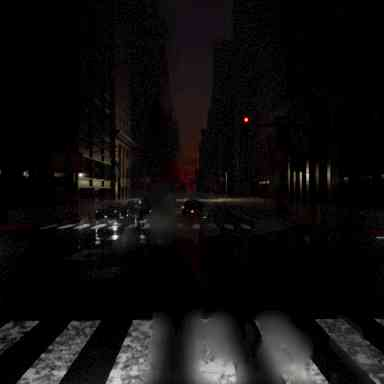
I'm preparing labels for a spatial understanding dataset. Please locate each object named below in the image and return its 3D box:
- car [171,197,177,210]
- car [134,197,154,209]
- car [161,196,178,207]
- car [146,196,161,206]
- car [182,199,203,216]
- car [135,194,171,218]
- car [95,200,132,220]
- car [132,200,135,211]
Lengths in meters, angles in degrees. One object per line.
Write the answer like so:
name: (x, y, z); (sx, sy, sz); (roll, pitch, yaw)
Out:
car: (-3.346, 1.465, 39.999); (2.128, 1.511, 4.902); (0, 0, 0)
car: (-6.591, 1.458, 46.384); (2.128, 1.511, 4.902); (0, 0, 0)
car: (-3.332, 1.452, 50.421); (2.128, 1.511, 4.902); (0, 0, 0)
car: (-6.559, 1.497, 57.039); (2.033, 1.411, 5.357); (0, 0, 0)
car: (0.053, 1.485, 32.539); (1.837, 1.490, 4.892); (0, 0, 1)
car: (-3.349, 1.204, 29.905); (2.150, 2.045, 5.566); (0, 0, 0)
car: (-6.617, 1.585, 27.860); (1.895, 1.301, 4.718); (0, 0, 1)
car: (-6.598, 1.577, 36.975); (1.895, 1.301, 4.718); (0, 0, 0)
